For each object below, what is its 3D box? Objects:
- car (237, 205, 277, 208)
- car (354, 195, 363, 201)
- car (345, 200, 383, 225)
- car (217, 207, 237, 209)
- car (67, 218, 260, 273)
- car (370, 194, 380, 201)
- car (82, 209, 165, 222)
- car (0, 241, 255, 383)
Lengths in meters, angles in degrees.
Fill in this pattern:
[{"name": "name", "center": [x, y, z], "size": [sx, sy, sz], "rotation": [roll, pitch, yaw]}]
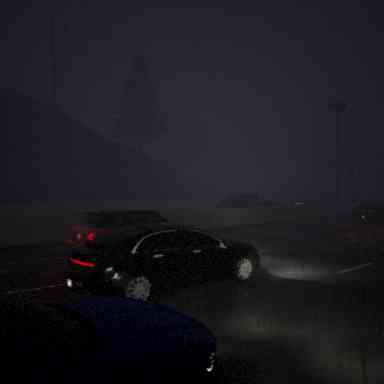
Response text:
[{"name": "car", "center": [7.131, 1.514, 32.774], "size": [5.357, 1.411, 2.033], "rotation": [0, 0, -43]}, {"name": "car", "center": [41.317, 1.369, 82.353], "size": [1.812, 1.442, 4.674], "rotation": [0, 0, 29]}, {"name": "car", "center": [13.238, 1.446, 23.900], "size": [4.902, 1.511, 2.128], "rotation": [0, 0, -43]}, {"name": "car", "center": [5.114, 1.193, 35.694], "size": [5.566, 2.045, 2.150], "rotation": [0, 0, -44]}, {"name": "car", "center": [-0.450, 1.503, 7.908], "size": [4.892, 1.490, 1.837], "rotation": [0, 0, -37]}, {"name": "car", "center": [43.619, 1.324, 79.277], "size": [1.882, 1.535, 5.008], "rotation": [0, 0, 29]}, {"name": "car", "center": [-1.732, 1.352, 11.334], "size": [4.553, 1.767, 2.097], "rotation": [0, 0, -37]}, {"name": "car", "center": [-2.017, 1.483, 2.399], "size": [5.008, 1.535, 1.882], "rotation": [0, 0, -36]}]
